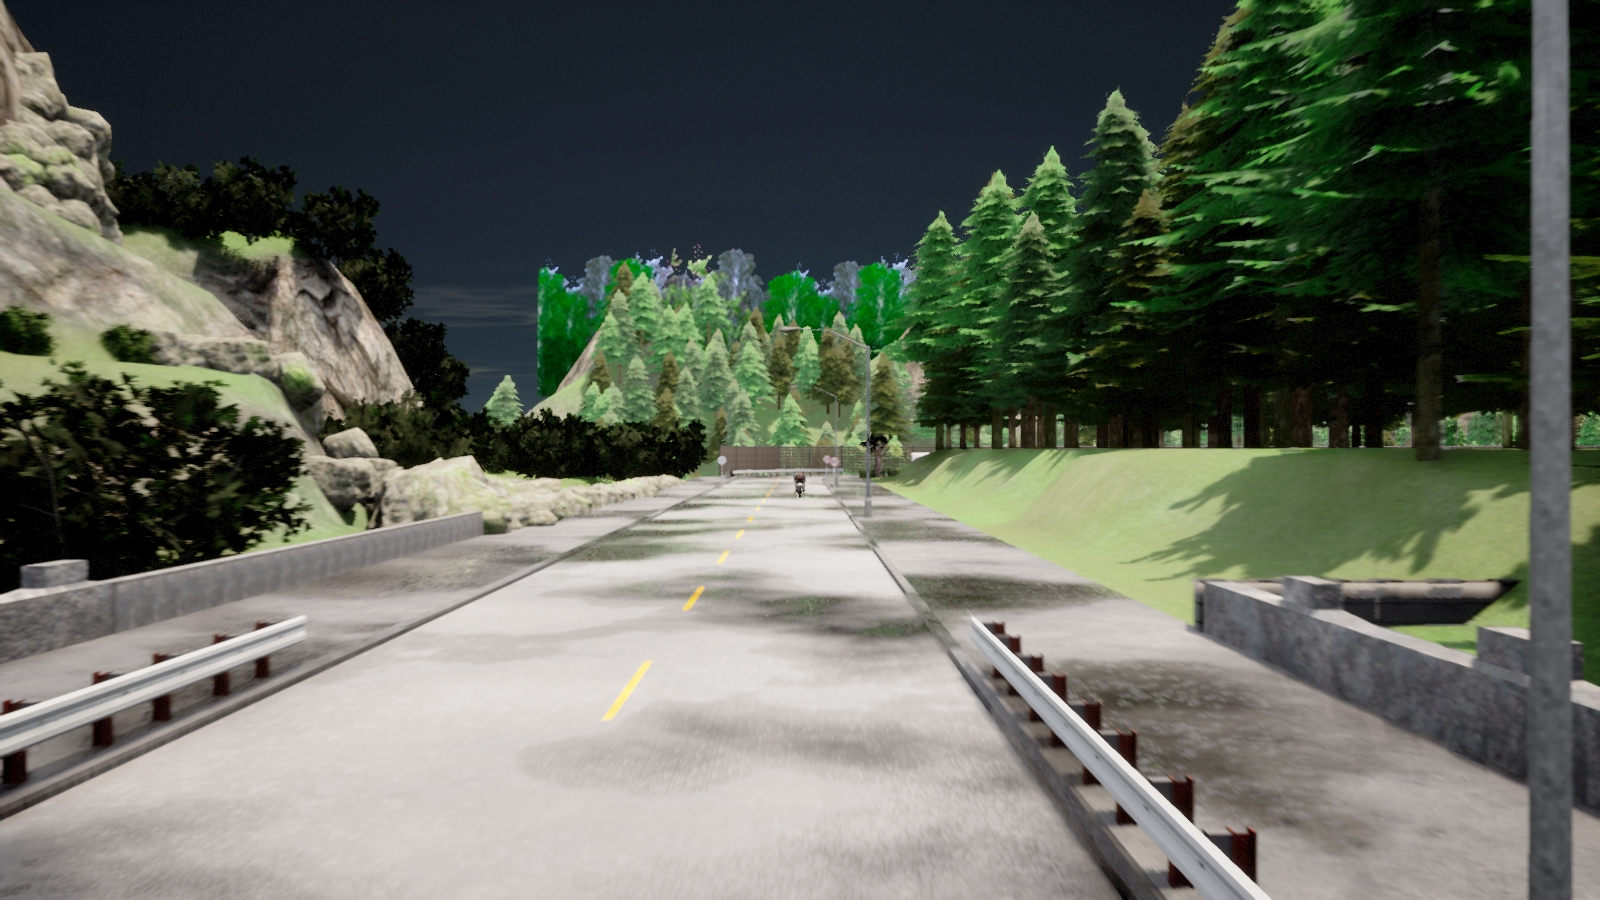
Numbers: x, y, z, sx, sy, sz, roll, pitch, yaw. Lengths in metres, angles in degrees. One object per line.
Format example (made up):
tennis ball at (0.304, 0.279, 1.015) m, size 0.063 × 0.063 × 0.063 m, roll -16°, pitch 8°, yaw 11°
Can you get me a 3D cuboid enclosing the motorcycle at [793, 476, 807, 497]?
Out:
motorcycle at (0.004, 2.205, 69.492) m, size 0.867 × 1.251 × 2.209 m, roll 0°, pitch 0°, yaw 0°
